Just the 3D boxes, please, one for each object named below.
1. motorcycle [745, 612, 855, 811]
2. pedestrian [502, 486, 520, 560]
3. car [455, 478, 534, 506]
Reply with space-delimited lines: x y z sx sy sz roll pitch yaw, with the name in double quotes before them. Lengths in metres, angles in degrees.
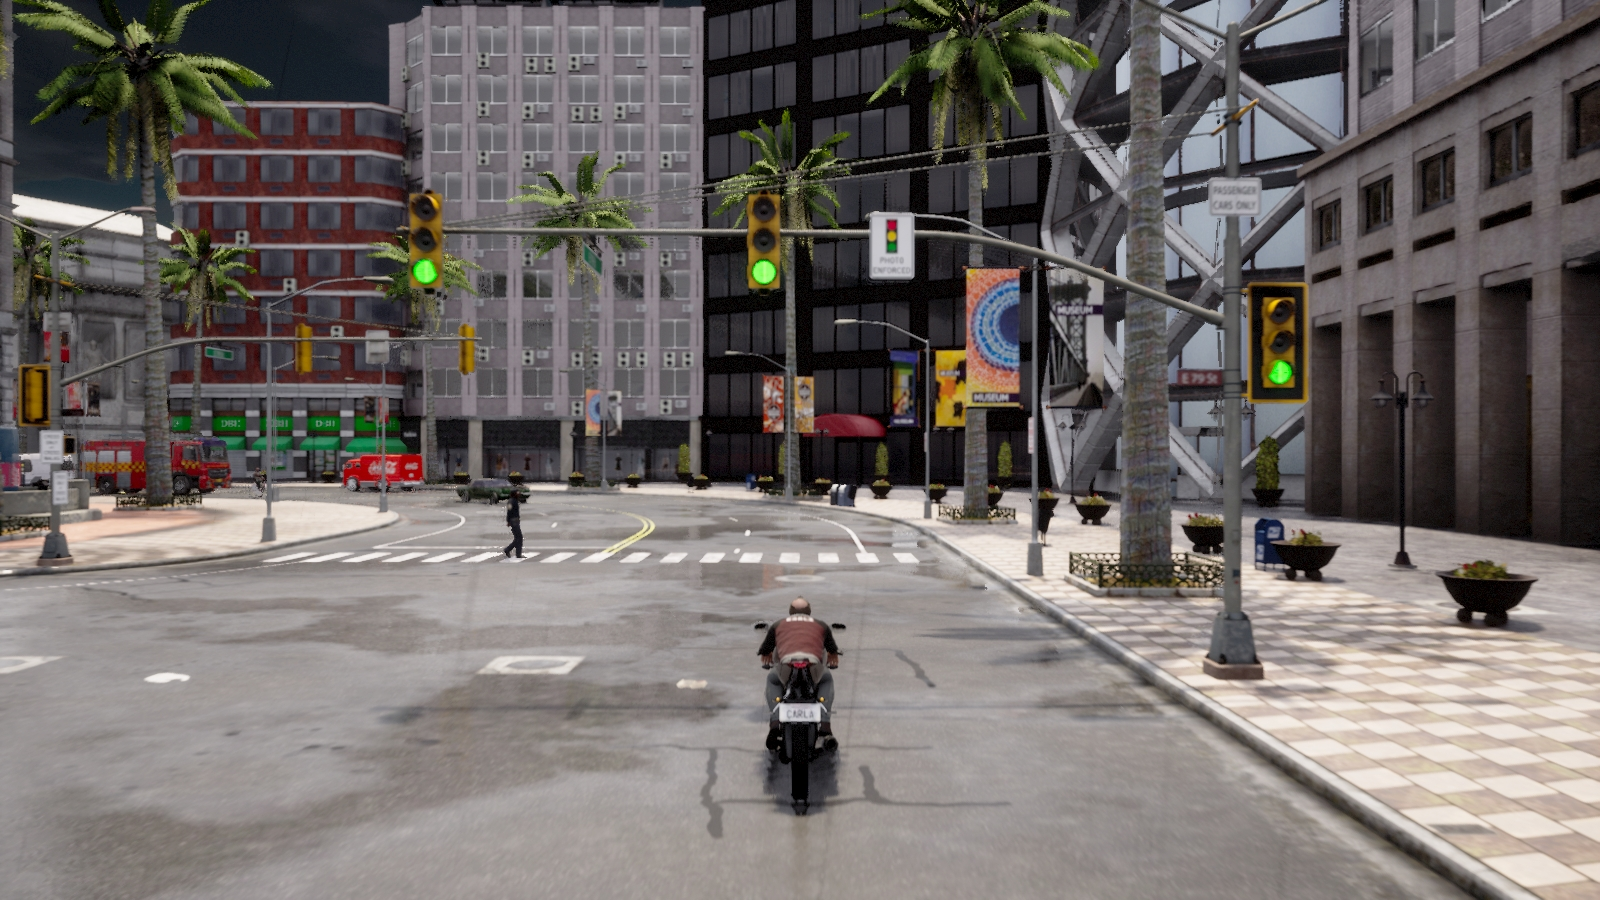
"motorcycle" 0.000 2.203 10.053 0.867 1.251 2.209 0 0 0
"pedestrian" -7.373 1.845 29.126 0.375 1.860 0.375 0 0 -4
"car" -16.030 2.147 59.817 1.895 1.301 4.718 0 0 -44
